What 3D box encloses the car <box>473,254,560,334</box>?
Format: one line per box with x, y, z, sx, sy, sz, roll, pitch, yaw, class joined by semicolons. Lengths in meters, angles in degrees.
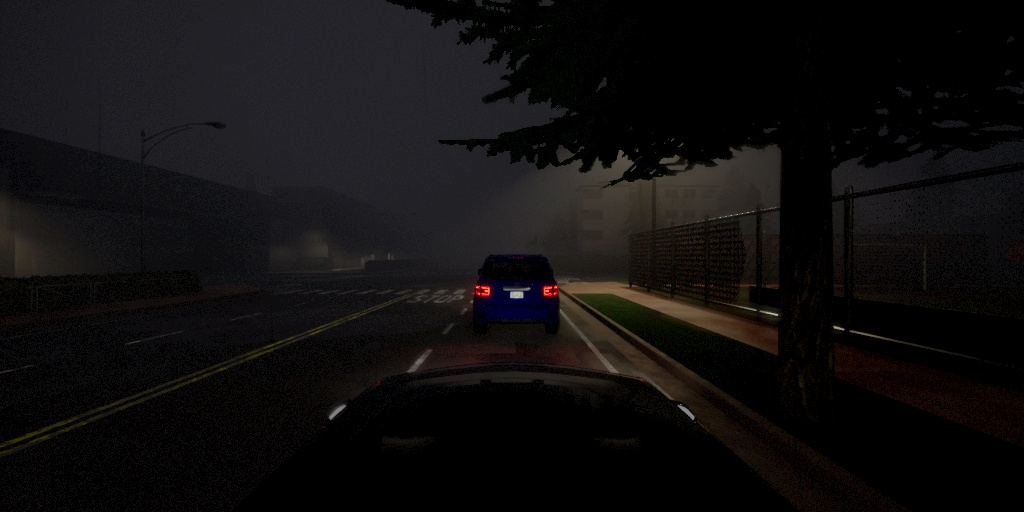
0.113;0.972;10.780;2.150;2.045;5.566;0;0;0;car

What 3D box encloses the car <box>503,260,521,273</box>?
0.015;1.241;45.649;2.128;1.511;4.902;0;0;0;car
